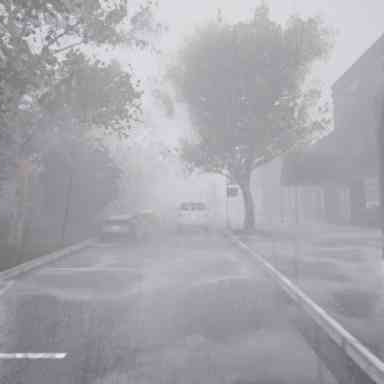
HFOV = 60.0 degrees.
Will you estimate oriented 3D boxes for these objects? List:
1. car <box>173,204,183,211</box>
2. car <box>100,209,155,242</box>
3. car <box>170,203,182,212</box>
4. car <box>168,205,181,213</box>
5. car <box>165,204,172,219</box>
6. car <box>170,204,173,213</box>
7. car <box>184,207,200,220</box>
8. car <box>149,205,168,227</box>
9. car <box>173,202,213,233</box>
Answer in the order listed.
[{"bbox_3d":[-3.328,3.730,80.362,2.097,1.535,5.008,0,-2,2],"label":"car"},{"bbox_3d":[-3.675,1.883,18.643,2.163,1.488,4.792,1,-2,2],"label":"car"},{"bbox_3d":[-3.558,3.452,74.665,2.185,1.767,4.553,-1,-1,2],"label":"car"},{"bbox_3d":[-3.547,3.429,68.954,2.231,1.521,4.892,0,-1,2],"label":"car"},{"bbox_3d":[-3.718,2.401,35.305,2.097,1.535,5.008,0,-1,2],"label":"car"},{"bbox_3d":[-3.733,2.614,40.908,2.163,1.488,4.792,0,-1,2],"label":"car"},{"bbox_3d":[0.013,2.622,41.299,1.837,1.490,4.892,0,-2,0],"label":"car"},{"bbox_3d":[-3.700,2.218,29.747,2.097,1.535,5.008,1,-2,2],"label":"car"},{"bbox_3d":[0.050,1.750,23.562,2.150,2.045,5.566,0,-3,0],"label":"car"}]
